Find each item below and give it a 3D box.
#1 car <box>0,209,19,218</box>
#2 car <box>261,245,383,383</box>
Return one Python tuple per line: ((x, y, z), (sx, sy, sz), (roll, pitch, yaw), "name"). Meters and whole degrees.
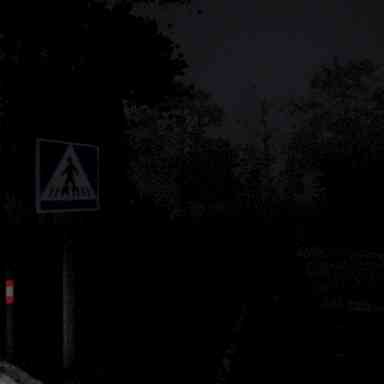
((-25.235, 2.942, 45.015), (4.718, 1.301, 1.895), (-4, -2, 42), "car")
((2.054, 1.492, 4.653), (2.231, 1.521, 4.892), (0, -1, 15), "car")
